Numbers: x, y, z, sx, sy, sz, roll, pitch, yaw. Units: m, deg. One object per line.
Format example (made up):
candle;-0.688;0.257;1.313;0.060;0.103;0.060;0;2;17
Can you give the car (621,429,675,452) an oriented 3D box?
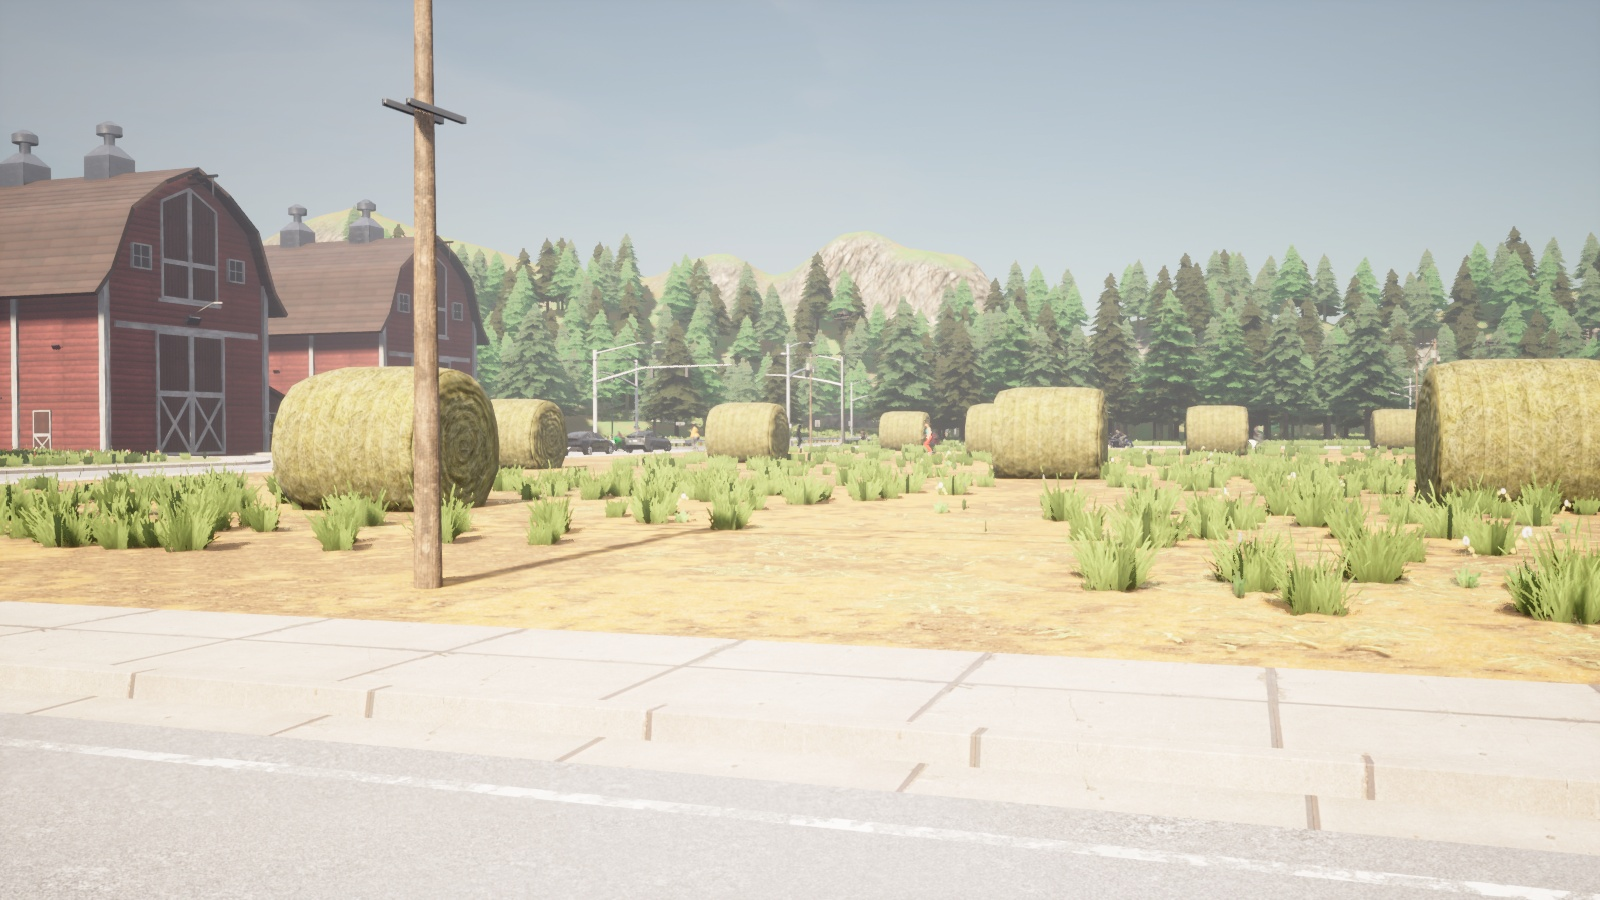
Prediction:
car;-10.431;-0.680;86.370;2.007;1.525;4.514;1;1;17

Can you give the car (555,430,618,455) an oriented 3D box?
car;-13.170;-0.488;77.643;1.837;1.490;4.892;0;1;17
